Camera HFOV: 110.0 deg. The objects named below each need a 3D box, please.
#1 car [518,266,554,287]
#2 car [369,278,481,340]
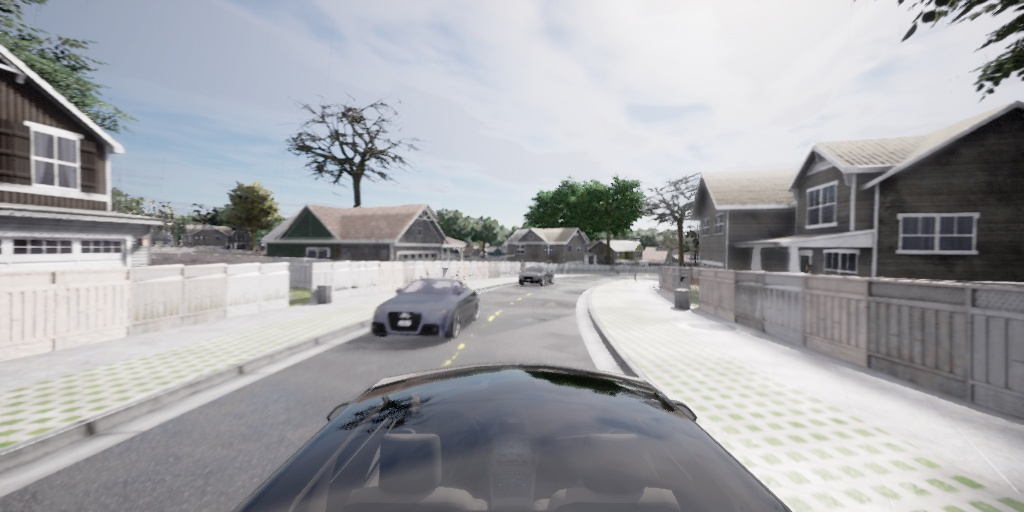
[{"bbox_3d":[1.968,1.504,27.763,1.837,1.490,4.892,1,-1,20],"label":"car"},{"bbox_3d":[-2.163,1.323,9.990,1.994,1.385,4.181,1,0,7],"label":"car"}]
